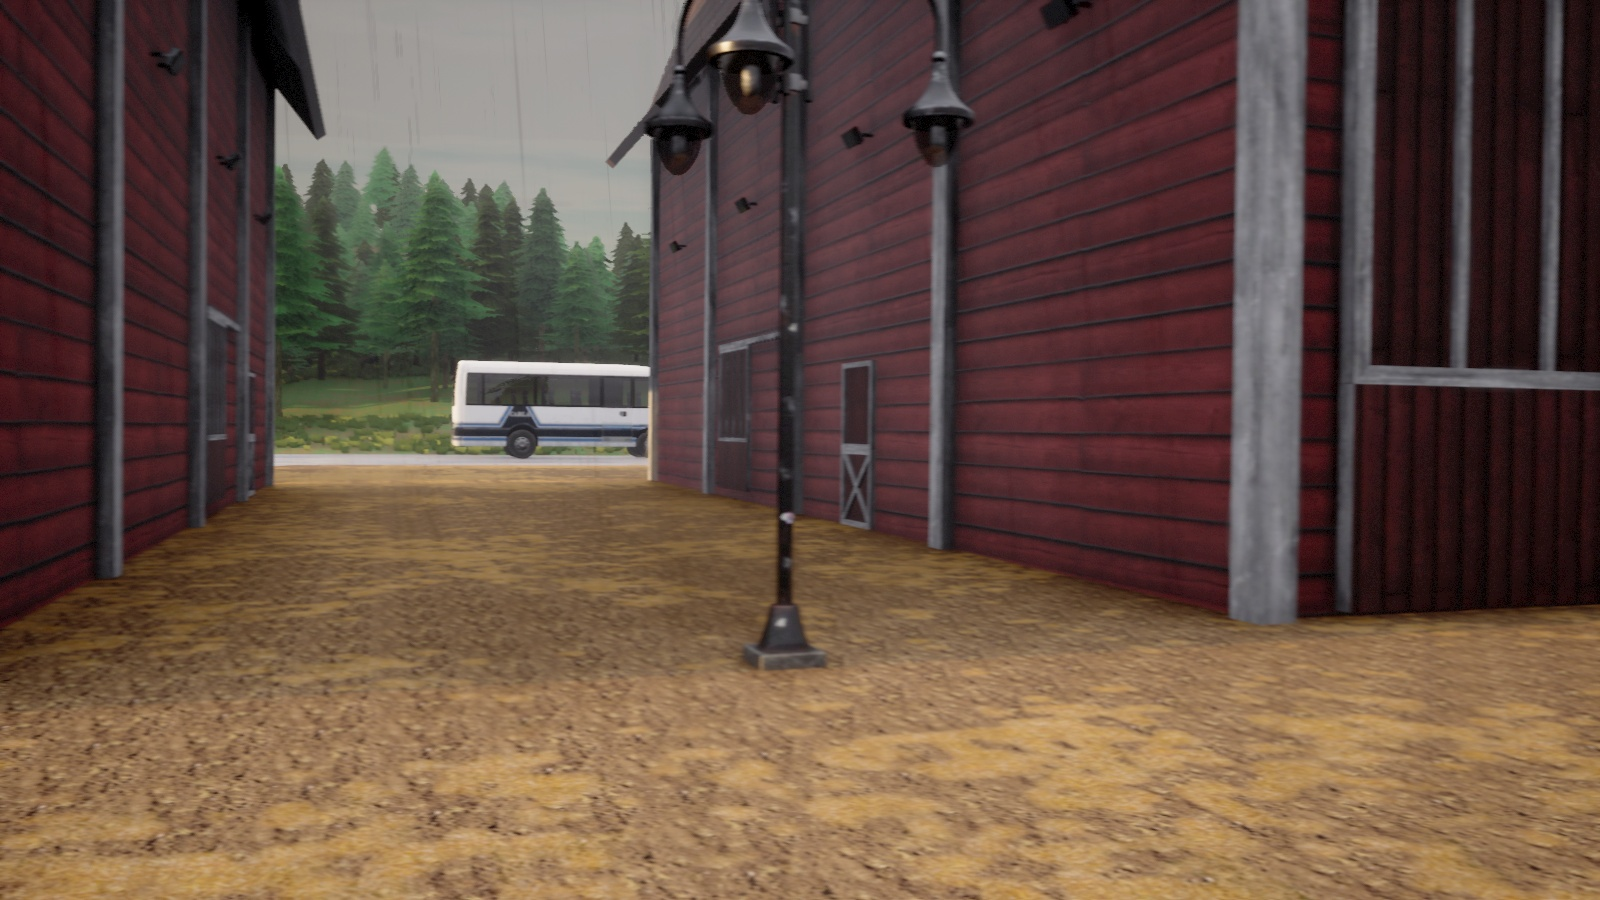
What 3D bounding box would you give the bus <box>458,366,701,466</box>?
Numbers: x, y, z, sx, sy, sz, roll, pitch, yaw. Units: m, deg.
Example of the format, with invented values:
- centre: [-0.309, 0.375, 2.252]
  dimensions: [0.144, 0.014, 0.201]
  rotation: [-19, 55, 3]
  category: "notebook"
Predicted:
- centre: [-9.945, -1.534, 56.543]
  dimensions: [10.273, 4.253, 3.944]
  rotation: [-1, 1, -18]
  category: "bus"
